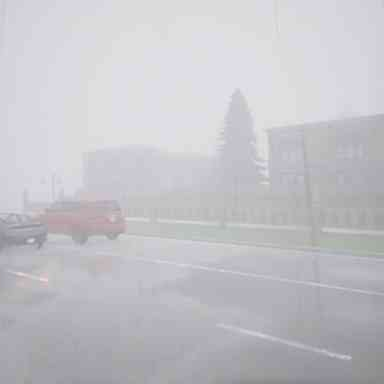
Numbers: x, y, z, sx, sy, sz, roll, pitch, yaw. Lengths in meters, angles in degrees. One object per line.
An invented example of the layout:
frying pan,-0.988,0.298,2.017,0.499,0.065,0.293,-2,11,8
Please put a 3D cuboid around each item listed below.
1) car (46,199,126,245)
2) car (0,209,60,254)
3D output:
car,-5.739,1.349,16.547,5.566,2.045,2.150,0,0,35
car,-7.994,1.628,13.859,4.902,1.511,2.128,-1,0,36
